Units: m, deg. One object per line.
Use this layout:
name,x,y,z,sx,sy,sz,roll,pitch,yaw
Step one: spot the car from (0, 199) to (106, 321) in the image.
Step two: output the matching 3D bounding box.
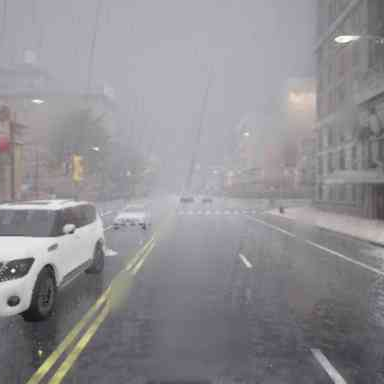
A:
car,-3.605,1.222,7.610,2.150,2.045,5.566,0,0,0

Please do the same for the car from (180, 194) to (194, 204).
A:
car,-0.965,1.451,64.762,1.882,1.535,5.008,0,0,14

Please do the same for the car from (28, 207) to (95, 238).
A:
car,-7.123,1.599,18.745,1.895,1.301,4.718,0,0,0

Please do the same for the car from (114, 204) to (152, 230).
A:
car,-3.630,1.520,21.144,1.812,1.442,4.674,0,0,0

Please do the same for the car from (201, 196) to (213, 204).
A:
car,2.968,1.499,64.128,1.812,1.442,4.674,0,0,-1
